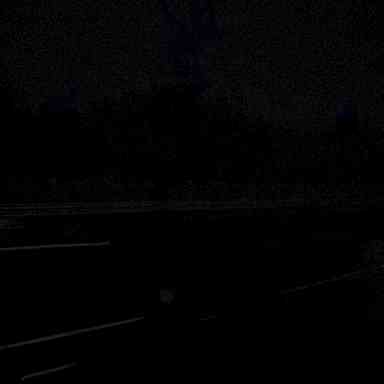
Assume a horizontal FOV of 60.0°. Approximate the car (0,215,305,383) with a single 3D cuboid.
[{"bbox_3d":[-1.493,1.221,2.671,5.566,2.045,2.150,0,0,-35],"label":"car"}]
